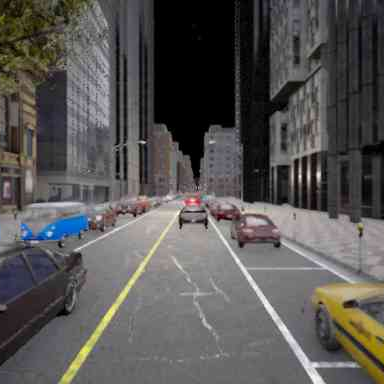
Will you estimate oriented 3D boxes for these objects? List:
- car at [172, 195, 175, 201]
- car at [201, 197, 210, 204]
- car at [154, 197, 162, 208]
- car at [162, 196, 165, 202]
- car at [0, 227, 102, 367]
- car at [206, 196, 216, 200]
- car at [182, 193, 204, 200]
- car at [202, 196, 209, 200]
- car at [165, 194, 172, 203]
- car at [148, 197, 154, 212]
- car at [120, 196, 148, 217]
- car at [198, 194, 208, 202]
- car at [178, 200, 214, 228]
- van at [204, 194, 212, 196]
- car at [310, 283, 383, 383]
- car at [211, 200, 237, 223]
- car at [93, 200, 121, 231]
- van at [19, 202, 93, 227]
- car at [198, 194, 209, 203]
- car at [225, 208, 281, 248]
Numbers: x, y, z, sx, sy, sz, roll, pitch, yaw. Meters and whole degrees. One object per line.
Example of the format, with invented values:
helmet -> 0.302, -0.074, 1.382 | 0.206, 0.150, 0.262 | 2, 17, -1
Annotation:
car -> -5.904, 1.681, 81.983 | 1.752, 1.417, 4.829 | 0, 0, 0
car -> 2.632, 1.626, 65.429 | 1.752, 1.417, 4.829 | 0, 0, 1
car -> -5.885, 1.490, 48.316 | 1.967, 1.590, 4.097 | 0, 0, 0
car -> -5.888, 1.503, 53.954 | 1.967, 1.590, 4.097 | 0, 0, 0
car -> -3.103, 1.546, 4.786 | 2.033, 1.411, 5.357 | 0, 0, 0
car -> 2.650, 1.464, 31.388 | 1.967, 1.590, 4.097 | 0, 0, 0
car -> 0.076, 1.267, 45.014 | 2.150, 2.045, 5.566 | 0, 0, 0
car -> 2.644, 1.605, 42.666 | 1.947, 1.339, 4.313 | 0, 0, 0
car -> -5.905, 1.643, 70.670 | 1.752, 1.417, 4.829 | 0, 0, 1
car -> -5.878, 1.345, 37.037 | 2.192, 1.841, 5.009 | 0, 0, 0
car -> -5.875, 1.338, 31.398 | 2.192, 1.841, 5.009 | 0, 0, 0
car -> 2.622, 1.472, 82.138 | 2.192, 1.841, 5.009 | 0, 0, 0
car -> 0.088, 1.506, 22.219 | 2.128, 1.511, 4.902 | 0, 0, 0
van -> 2.640, 1.391, 48.306 | 1.690, 1.788, 3.998 | 0, 0, 0
car -> 2.666, 1.524, 3.364 | 1.752, 1.417, 4.829 | 0, 0, 0
car -> 2.653, 1.563, 25.749 | 1.887, 1.381, 4.507 | 0, 0, 0
car -> -5.869, 1.451, 20.118 | 1.967, 1.590, 4.097 | 0, 0, 0
van -> -5.866, 1.346, 14.479 | 1.690, 1.788, 3.998 | 0, 0, 0
car -> 2.625, 1.455, 76.498 | 2.192, 1.841, 5.009 | 0, 0, 0
car -> 2.660, 1.588, 14.471 | 1.802, 1.307, 4.206 | 0, 0, 0
